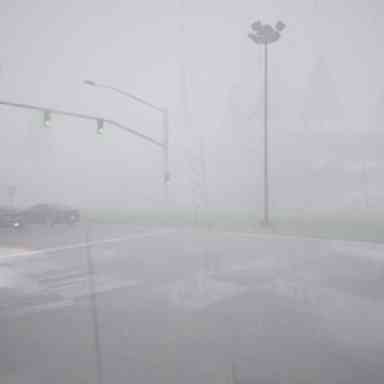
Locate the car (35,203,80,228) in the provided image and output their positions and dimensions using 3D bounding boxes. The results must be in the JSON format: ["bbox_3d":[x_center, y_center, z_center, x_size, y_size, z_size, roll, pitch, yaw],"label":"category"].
[{"bbox_3d":[-9.612,1.442,21.827,5.008,1.535,1.882,0,0,28],"label":"car"}]

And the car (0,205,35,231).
[{"bbox_3d":[-11.512,1.476,18.877,4.892,1.490,1.837,0,0,28],"label":"car"}]
